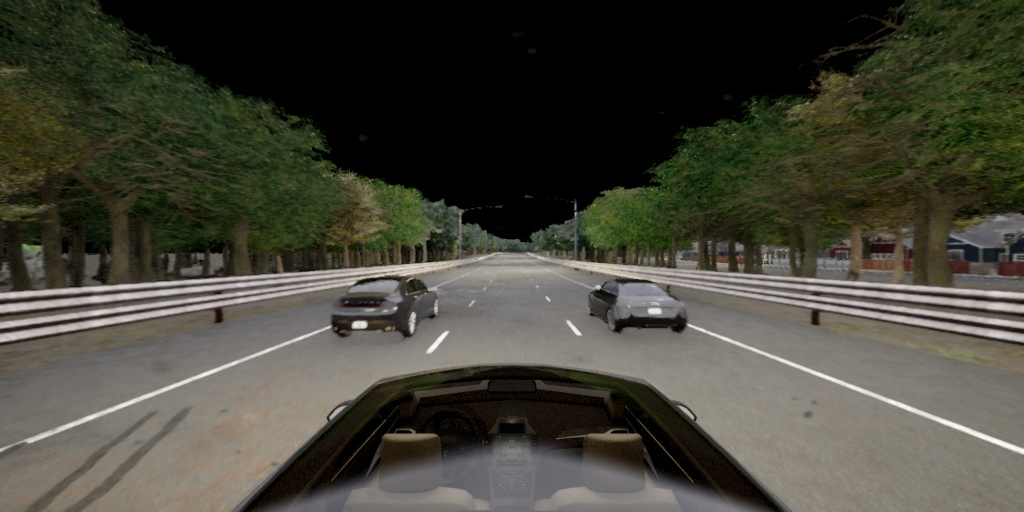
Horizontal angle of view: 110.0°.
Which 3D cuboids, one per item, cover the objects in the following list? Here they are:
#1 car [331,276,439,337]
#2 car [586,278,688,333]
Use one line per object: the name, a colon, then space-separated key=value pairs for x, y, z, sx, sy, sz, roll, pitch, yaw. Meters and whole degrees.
car: x=-3.401 y=1.307 z=10.435 sx=1.837 sy=1.490 sz=4.892 roll=0 pitch=0 yaw=0
car: x=3.596 y=1.370 z=11.034 sx=1.994 sy=1.385 sz=4.181 roll=0 pitch=0 yaw=0
